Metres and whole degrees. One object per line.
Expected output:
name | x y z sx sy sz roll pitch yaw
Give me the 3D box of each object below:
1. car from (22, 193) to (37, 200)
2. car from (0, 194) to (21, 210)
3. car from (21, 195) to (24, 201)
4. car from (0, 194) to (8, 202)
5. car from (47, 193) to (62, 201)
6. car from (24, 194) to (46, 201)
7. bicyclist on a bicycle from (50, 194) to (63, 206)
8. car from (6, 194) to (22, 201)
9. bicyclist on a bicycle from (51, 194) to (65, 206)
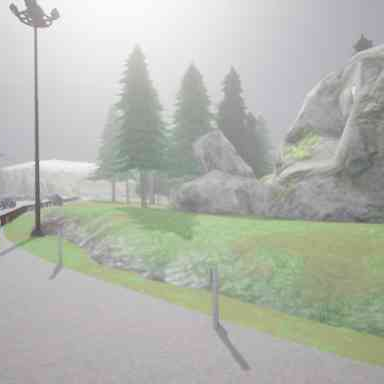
car | -38.361 1.101 78.827 2.128 1.511 4.902 -1 0 -13
car | -22.169 1.295 38.920 2.033 1.411 5.357 -1 0 -13
car | -36.097 1.218 68.656 2.128 1.511 4.902 -1 0 -13
car | -39.514 1.220 67.896 1.882 1.535 5.008 -1 0 -13
car | -29.989 1.085 73.430 1.837 1.490 4.892 -1 0 -13
car | -32.681 1.184 69.416 2.033 1.411 5.357 -1 0 -13
bicyclist on a bicycle | -18.933 1.117 46.581 1.656 1.620 0.582 1 0 -19
car | -41.777 1.151 78.067 2.128 1.511 4.902 -1 0 -13
bicyclist on a bicycle | -19.150 1.110 47.550 1.656 1.620 0.582 0 -2 9
